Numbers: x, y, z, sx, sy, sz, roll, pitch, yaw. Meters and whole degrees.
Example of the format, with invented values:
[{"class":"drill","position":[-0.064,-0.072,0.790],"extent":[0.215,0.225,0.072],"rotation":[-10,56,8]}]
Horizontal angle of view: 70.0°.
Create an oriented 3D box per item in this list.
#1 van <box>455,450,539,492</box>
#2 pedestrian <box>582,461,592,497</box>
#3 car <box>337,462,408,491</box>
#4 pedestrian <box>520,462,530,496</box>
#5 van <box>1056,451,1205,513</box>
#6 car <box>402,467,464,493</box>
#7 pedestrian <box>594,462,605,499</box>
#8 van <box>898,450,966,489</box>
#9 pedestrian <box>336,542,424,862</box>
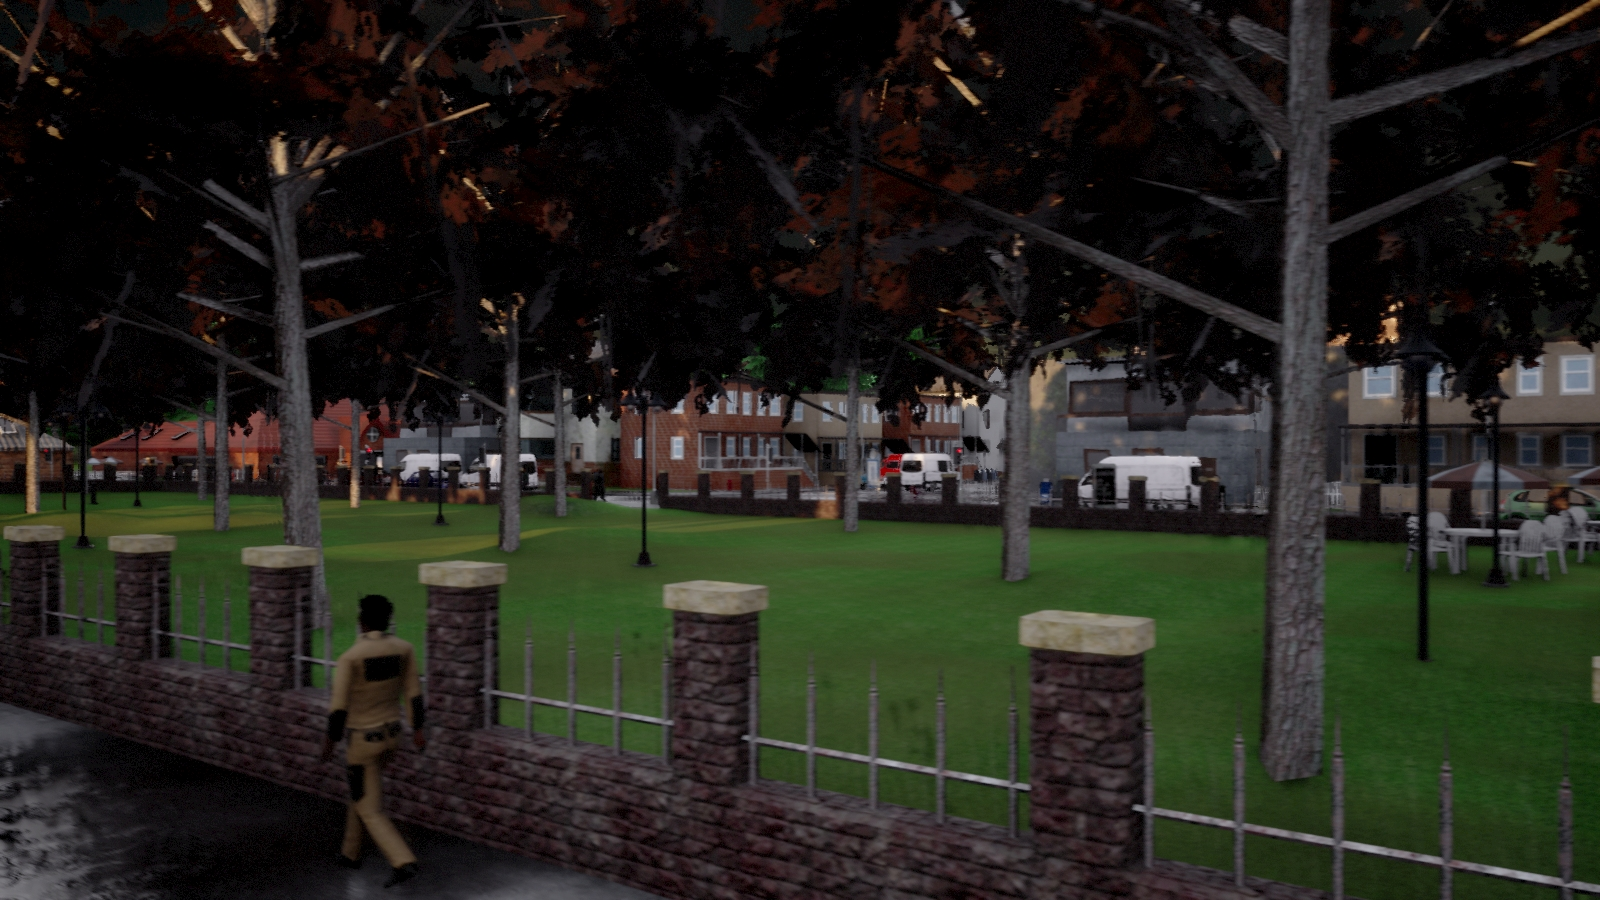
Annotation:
[{"class":"van","position":[-19.242,1.306,72.462],"extent":[5.915,2.561,1.988],"rotation":[0,0,38]},{"class":"pedestrian","position":[-11.076,1.518,59.412],"extent":[0.375,1.860,0.375],"rotation":[0,0,-41]},{"class":"car","position":[-27.585,1.678,73.689],"extent":[4.553,1.767,2.097],"rotation":[0,0,35]},{"class":"pedestrian","position":[-15.349,1.621,63.747],"extent":[0.375,1.860,0.375],"rotation":[0,0,40]},{"class":"van","position":[14.279,1.306,49.557],"extent":[5.915,2.561,1.988],"rotation":[0,0,35]},{"class":"car","position":[-22.629,1.810,70.454],"extent":[3.633,1.501,1.845],"rotation":[0,0,36]},{"class":"pedestrian","position":[-10.079,1.518,57.370],"extent":[0.375,1.860,0.375],"rotation":[0,0,42]},{"class":"van","position":[9.120,1.303,78.483],"extent":[1.988,2.561,5.915],"rotation":[0,0,36]},{"class":"pedestrian","position":[-2.602,1.524,7.077],"extent":[0.375,1.860,0.375],"rotation":[0,0,40]}]
